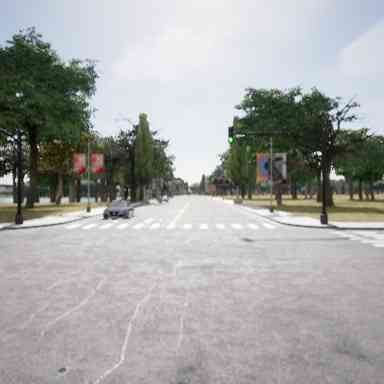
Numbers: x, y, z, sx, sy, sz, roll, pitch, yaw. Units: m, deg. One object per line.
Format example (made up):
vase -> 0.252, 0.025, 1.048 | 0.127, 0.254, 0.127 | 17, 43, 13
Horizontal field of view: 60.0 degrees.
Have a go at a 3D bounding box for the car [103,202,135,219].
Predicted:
car -> -6.147, 1.537, 28.276 | 1.994, 1.385, 4.181 | 0, 0, 1

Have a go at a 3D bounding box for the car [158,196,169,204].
car -> -5.688, 1.544, 67.295 | 2.128, 1.511, 4.902 | 0, 0, 1
